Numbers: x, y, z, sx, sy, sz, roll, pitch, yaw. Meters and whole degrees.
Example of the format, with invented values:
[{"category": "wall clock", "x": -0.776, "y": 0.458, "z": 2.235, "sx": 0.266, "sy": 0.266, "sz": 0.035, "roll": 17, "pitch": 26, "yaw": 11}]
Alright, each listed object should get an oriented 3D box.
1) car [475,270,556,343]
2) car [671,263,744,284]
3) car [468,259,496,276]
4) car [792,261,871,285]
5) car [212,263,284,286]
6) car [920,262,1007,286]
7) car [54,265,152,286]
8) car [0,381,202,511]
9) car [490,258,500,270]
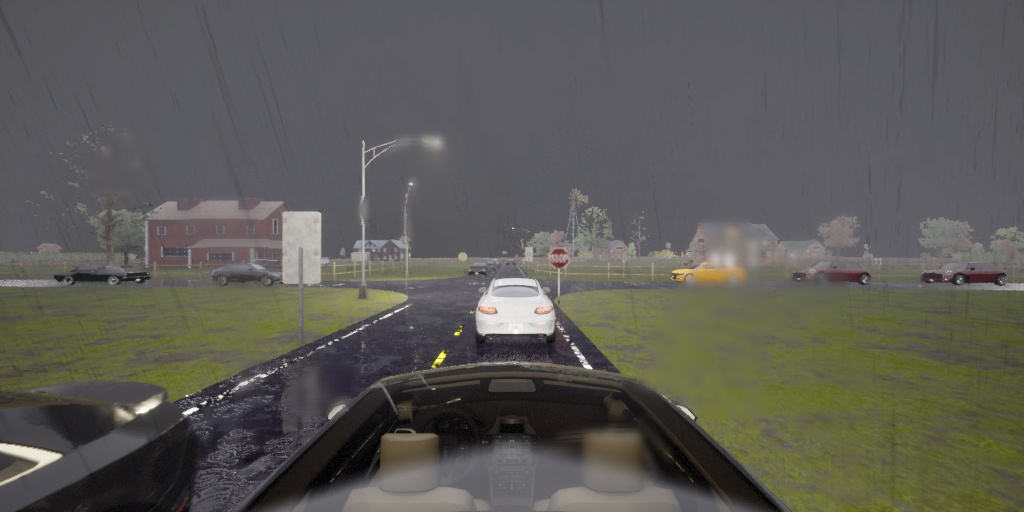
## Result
[{"category": "car", "x": 0.073, "y": 1.275, "z": 9.569, "sx": 1.812, "sy": 1.442, "sz": 4.674, "roll": 0, "pitch": 0, "yaw": 0}, {"category": "car", "x": 14.515, "y": 1.273, "z": 26.762, "sx": 5.008, "sy": 1.535, "sz": 1.882, "roll": 0, "pitch": 0, "yaw": 0}, {"category": "car", "x": -3.194, "y": 1.289, "z": 36.717, "sx": 2.033, "sy": 1.411, "sz": 5.357, "roll": 0, "pitch": 0, "yaw": 3}, {"category": "car", "x": 23.691, "y": 1.183, "z": 26.728, "sx": 4.553, "sy": 1.767, "sz": 2.097, "roll": 0, "pitch": 0, "yaw": 0}, {"category": "car", "x": -17.303, "y": 1.224, "z": 23.944, "sx": 4.674, "sy": 1.442, "sz": 1.812, "roll": 0, "pitch": 0, "yaw": 0}, {"category": "car", "x": 33.443, "y": 1.225, "z": 26.679, "sx": 4.553, "sy": 1.767, "sz": 2.097, "roll": 0, "pitch": 0, "yaw": 0}, {"category": "car", "x": -27.211, "y": 1.272, "z": 23.976, "sx": 4.718, "sy": 1.301, "sz": 1.895, "roll": 0, "pitch": 0, "yaw": 0}, {"category": "car", "x": -2.846, "y": 1.255, "z": 0.187, "sx": 1.837, "sy": 1.490, "sz": 4.892, "roll": 0, "pitch": 0, "yaw": 0}, {"category": "car", "x": -3.013, "y": 1.284, "z": 47.699, "sx": 2.033, "sy": 1.411, "sz": 5.357, "roll": 0, "pitch": 0, "yaw": 0}]
